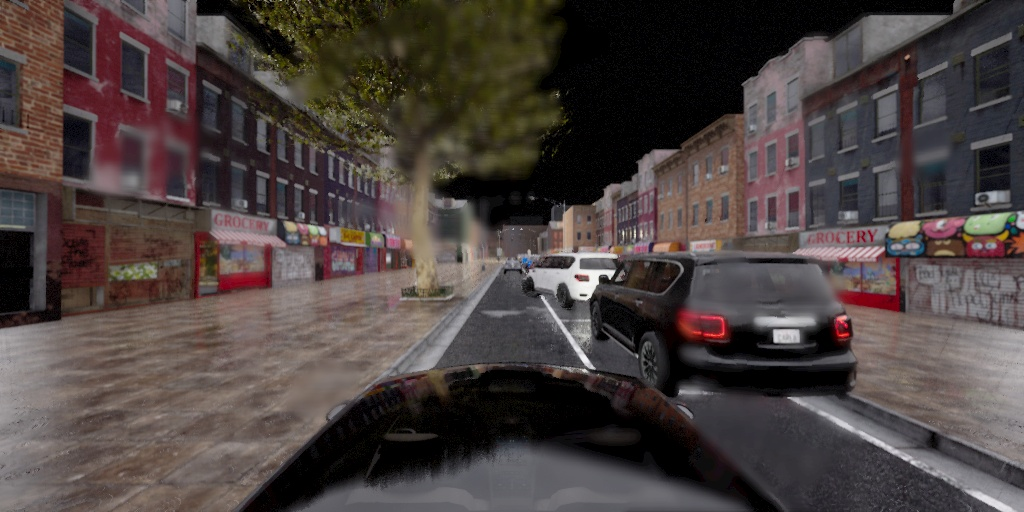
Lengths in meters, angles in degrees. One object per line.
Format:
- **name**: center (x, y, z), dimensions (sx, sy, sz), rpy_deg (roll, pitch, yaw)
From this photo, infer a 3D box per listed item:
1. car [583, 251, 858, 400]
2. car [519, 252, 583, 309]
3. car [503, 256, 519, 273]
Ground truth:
- **car**: center (2.983, 0.941, 6.573), dimensions (2.150, 2.045, 5.566), rpy_deg (0, 0, 0)
- **car**: center (2.339, 0.874, 14.645), dimensions (2.150, 2.045, 5.566), rpy_deg (0, 1, -18)
- **car**: center (0.100, 1.026, 37.019), dimensions (2.033, 1.411, 5.357), rpy_deg (0, 0, 0)
